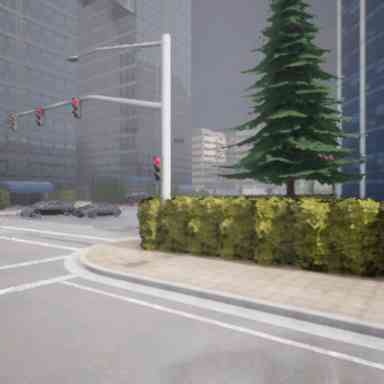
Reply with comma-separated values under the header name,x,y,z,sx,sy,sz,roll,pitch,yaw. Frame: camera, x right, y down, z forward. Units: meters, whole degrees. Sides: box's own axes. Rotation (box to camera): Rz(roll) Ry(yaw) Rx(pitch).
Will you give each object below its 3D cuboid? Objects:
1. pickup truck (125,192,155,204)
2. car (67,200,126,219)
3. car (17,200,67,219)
name,x,y,z,sx,sy,sz,roll,pitch,yaw
pickup truck,-8.894,1.079,57.039,6.274,2.098,2.390,0,0,-24
car,-8.281,1.575,29.188,1.994,1.385,4.181,0,0,35
car,-12.664,1.504,29.036,2.128,1.511,4.902,0,0,35
